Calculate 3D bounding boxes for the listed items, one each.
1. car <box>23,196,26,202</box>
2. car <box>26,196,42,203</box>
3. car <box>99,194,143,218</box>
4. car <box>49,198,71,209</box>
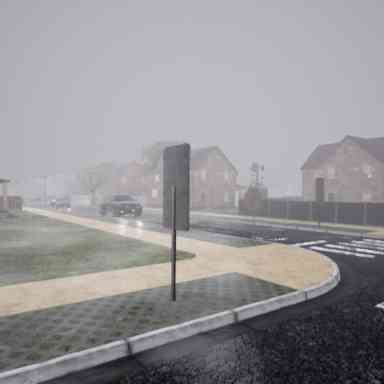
[{"bbox_3d":[-40.454,1.704,81.572,2.128,1.511,4.902,1,-1,-36],"label":"car"},{"bbox_3d":[-34.430,1.558,73.279,2.128,1.511,4.902,1,-1,-36],"label":"car"},{"bbox_3d":[-6.507,1.194,29.971,2.150,2.045,5.566,1,0,-36],"label":"car"},{"bbox_3d":[-18.682,1.558,46.903,2.033,1.411,5.357,1,-1,-36],"label":"car"}]
